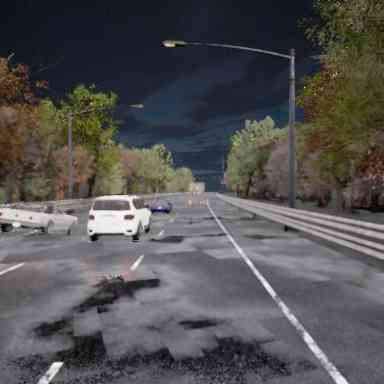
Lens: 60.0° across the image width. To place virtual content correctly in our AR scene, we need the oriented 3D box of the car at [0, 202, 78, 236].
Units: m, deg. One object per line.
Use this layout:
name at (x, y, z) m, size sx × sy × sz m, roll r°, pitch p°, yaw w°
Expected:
car at (-6.827, 1.220, 15.231) m, size 1.895 × 1.301 × 4.718 m, roll 7°, pitch -6°, yaw 1°

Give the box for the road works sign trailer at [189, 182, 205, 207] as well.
road works sign trailer at (0.722, 0.282, 48.542) m, size 2.380 × 3.560 × 2.880 m, roll 0°, pitch 0°, yaw 2°

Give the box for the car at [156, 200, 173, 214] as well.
car at (-3.032, 1.445, 33.787) m, size 1.994 × 1.385 × 4.181 m, roll 0°, pitch 0°, yaw 1°

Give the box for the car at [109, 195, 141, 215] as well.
car at (-6.546, 1.237, 33.011) m, size 2.097 × 1.767 × 4.553 m, roll 0°, pitch 0°, yaw 1°

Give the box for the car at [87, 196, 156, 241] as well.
car at (-3.357, 1.180, 16.322) m, size 2.150 × 2.045 × 5.566 m, roll 0°, pitch 1°, yaw 1°
